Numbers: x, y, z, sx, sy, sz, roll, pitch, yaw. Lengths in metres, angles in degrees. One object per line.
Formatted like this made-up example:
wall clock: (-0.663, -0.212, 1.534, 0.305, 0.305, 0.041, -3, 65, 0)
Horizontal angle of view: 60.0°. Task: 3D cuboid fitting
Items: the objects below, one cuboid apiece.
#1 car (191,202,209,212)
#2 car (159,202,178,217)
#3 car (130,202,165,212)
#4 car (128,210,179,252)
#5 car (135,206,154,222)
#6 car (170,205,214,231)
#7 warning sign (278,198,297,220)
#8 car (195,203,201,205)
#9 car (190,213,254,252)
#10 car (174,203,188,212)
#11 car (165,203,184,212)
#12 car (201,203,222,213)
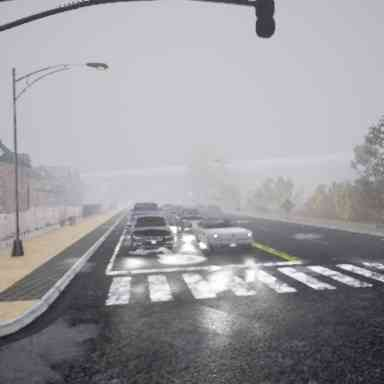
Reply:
car: (1.305, 2.578, 57.696, 2.128, 1.511, 4.902, -1, -1, -9)
car: (-3.119, 2.270, 43.773, 2.097, 1.767, 4.553, -1, -1, -9)
car: (-3.591, 1.816, 25.919, 2.150, 2.045, 5.566, -1, -1, -9)
car: (-2.033, 1.887, 16.178, 1.837, 1.490, 4.892, -1, -1, -11)
car: (-5.199, 2.325, 36.198, 1.837, 1.490, 4.892, -1, -1, -9)
car: (-0.133, 1.991, 24.915, 2.128, 1.511, 4.902, -1, -1, -9)
warning sign: (8.631, 1.515, 30.050, 1.300, 1.860, 1.060, 1, 0, -9)
car: (-0.377, 2.531, 47.641, 1.895, 1.301, 4.718, -1, -1, -9)
car: (1.331, 1.899, 15.725, 1.895, 1.301, 4.718, -1, -1, -9)
car: (-1.943, 2.718, 57.440, 1.994, 1.385, 4.181, -1, -1, -9)
car: (-1.579, 2.192, 34.070, 2.128, 1.511, 4.902, -1, -1, -9)
car: (2.886, 2.424, 47.809, 1.994, 1.385, 4.181, -1, -1, -9)
